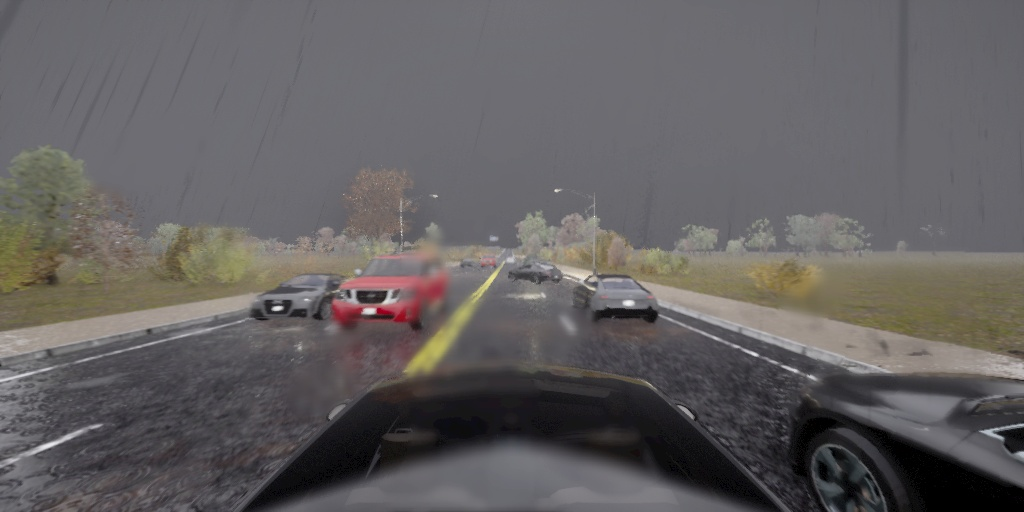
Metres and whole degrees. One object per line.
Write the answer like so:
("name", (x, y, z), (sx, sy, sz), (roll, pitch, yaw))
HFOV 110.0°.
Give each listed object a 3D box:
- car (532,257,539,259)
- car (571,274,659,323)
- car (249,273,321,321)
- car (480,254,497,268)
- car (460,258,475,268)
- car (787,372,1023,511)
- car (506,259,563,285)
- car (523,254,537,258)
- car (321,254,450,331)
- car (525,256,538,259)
("car", (3.149, 1.120, 33.998), (1.837, 1.490, 4.892), (0, 0, 0))
("car", (3.239, 1.273, 11.983), (1.994, 1.385, 4.181), (0, 0, 0))
("car", (-6.609, 1.277, 12.110), (1.994, 1.385, 4.181), (0, 0, 0))
("car", (-3.496, 0.735, 54.391), (2.150, 2.045, 5.566), (0, 0, 0))
("car", (-6.741, 1.065, 55.436), (2.033, 1.411, 5.357), (0, 0, 0))
("car", (3.250, 1.183, 0.971), (2.033, 1.649, 4.856), (0, 0, 0))
("car", (1.603, 1.181, 25.252), (1.812, 1.442, 4.674), (0, 0, -34))
("car", (3.036, 0.731, 56.026), (2.150, 2.045, 5.566), (0, 0, 0))
("car", (-3.356, 0.937, 11.199), (2.150, 2.045, 5.566), (0, 0, 0))
("car", (3.093, 1.057, 44.997), (2.128, 1.511, 4.902), (0, 0, 0))
